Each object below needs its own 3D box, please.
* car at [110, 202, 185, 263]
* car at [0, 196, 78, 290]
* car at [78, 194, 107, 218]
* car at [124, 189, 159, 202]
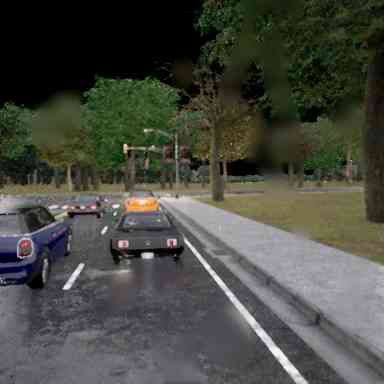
[{"bbox_3d":[-1.469,1.233,10.519,1.895,1.301,4.718,-1,2,-9],"label":"car"},{"bbox_3d":[-4.356,1.073,8.256,2.097,1.767,4.553,-1,2,-11],"label":"car"},{"bbox_3d":[-6.471,0.822,20.930,2.033,1.411,5.357,0,2,-9],"label":"car"},{"bbox_3d":[-3.327,0.586,21.820,2.097,1.767,4.553,-1,2,-10],"label":"car"}]
